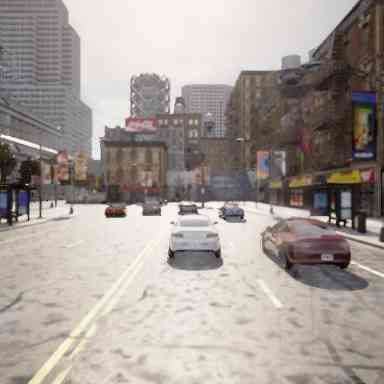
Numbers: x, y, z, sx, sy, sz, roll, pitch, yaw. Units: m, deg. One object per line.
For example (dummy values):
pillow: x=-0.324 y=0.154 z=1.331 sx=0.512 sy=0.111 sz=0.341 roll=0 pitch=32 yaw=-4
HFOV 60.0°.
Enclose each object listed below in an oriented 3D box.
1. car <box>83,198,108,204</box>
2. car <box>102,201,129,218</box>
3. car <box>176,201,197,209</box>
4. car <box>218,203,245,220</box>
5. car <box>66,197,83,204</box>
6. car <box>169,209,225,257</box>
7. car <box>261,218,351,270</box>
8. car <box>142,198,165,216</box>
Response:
car: x=-20.444 y=1.981 z=71.591 sx=4.718 sy=1.301 sz=1.895 roll=0 pitch=0 yaw=30
car: x=-7.310 y=1.777 z=32.601 sx=1.895 sy=1.301 sz=4.718 roll=0 pitch=0 yaw=-6
car: x=-0.567 y=1.684 z=35.604 sx=2.128 sy=1.511 sz=4.902 roll=0 pitch=0 yaw=-8
car: x=3.488 y=1.711 z=30.299 sx=2.033 sy=1.411 sz=5.357 roll=0 pitch=0 yaw=-2
car: x=-25.747 y=1.918 z=73.763 sx=4.674 sy=1.452 sz=2.002 roll=0 pitch=0 yaw=20
car: x=0.089 y=1.597 z=13.182 sx=1.812 sy=1.442 sz=4.674 roll=0 pitch=0 yaw=0
car: x=3.589 y=1.586 z=11.138 sx=1.812 sy=1.442 sz=4.674 roll=0 pitch=0 yaw=0
car: x=-4.228 y=1.695 z=35.270 sx=1.837 sy=1.490 sz=4.892 roll=1 pitch=0 yaw=-10
